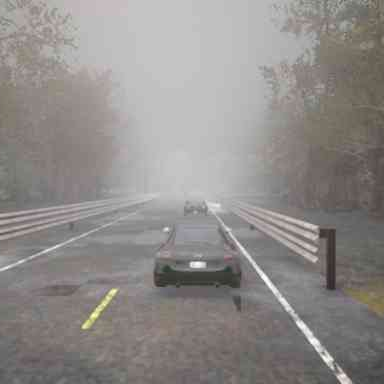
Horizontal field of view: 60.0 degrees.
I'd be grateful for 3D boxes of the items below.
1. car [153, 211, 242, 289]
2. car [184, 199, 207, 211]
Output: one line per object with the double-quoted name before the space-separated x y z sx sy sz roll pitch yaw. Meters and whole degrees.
"car" 0.146 1.448 8.889 1.994 1.385 4.181 0 1 1
"car" 0.314 1.232 28.401 1.895 1.301 4.718 0 1 1
